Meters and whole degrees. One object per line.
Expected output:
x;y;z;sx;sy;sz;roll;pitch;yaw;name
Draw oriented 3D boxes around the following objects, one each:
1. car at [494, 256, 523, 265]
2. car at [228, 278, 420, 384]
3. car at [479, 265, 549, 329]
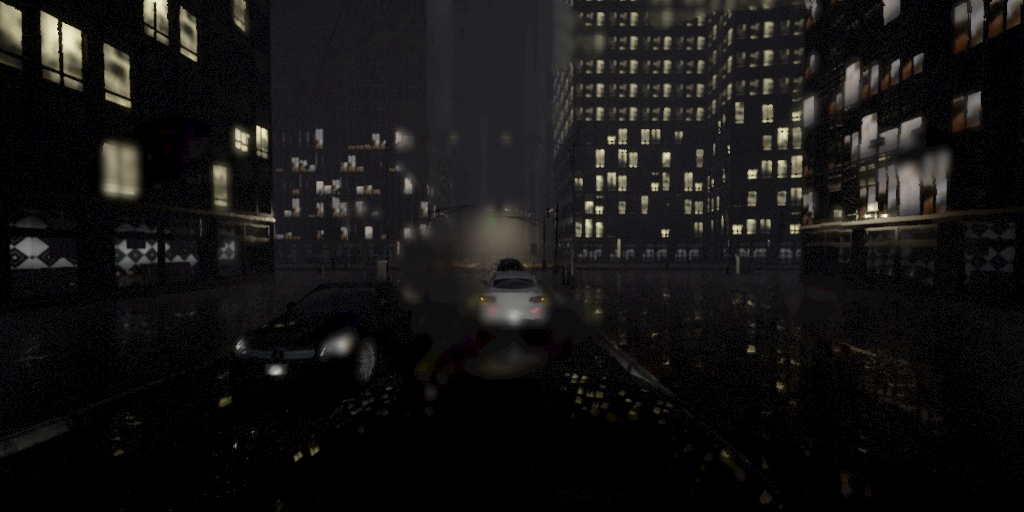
-0.235;0.940;27.018;1.837;1.490;4.892;0;1;-4;car
-3.120;1.209;7.055;1.812;1.442;4.674;0;1;0;car
0.048;1.162;10.708;1.812;1.442;4.674;0;1;0;car
